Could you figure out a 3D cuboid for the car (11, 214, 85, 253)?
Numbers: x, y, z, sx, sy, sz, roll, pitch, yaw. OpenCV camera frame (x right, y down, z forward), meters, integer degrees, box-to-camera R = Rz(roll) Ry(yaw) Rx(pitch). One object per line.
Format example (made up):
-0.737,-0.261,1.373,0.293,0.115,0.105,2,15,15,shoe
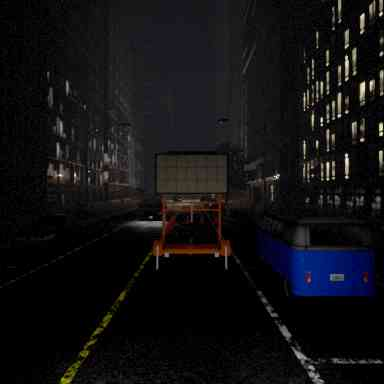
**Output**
-5.699,1.581,13.693,1.802,1.307,4.206,0,0,0,car

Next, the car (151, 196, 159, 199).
-5.715,1.548,42.157,2.008,1.369,4.403,0,0,0,car

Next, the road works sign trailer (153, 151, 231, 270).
-0.006,0.464,11.021,2.380,3.560,2.880,0,0,0,road works sign trailer

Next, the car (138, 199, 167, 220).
-3.118,1.546,27.958,2.033,1.411,5.357,0,0,0,car

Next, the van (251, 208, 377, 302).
2.686,1.341,8.004,1.690,1.788,3.998,0,0,0,van

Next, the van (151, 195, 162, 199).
-5.721,1.328,53.542,1.690,1.788,3.998,0,0,0,van

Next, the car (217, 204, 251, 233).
2.679,1.581,19.388,1.802,1.307,4.206,0,0,0,car

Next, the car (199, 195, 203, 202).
2.660,1.538,53.543,2.008,1.369,4.403,0,0,0,car

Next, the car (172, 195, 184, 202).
-3.042,1.465,68.389,1.837,1.490,4.892,0,0,0,car

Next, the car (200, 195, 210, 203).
2.650,1.401,70.620,1.967,1.590,4.097,0,0,0,car

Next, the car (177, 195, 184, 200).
-3.053,1.450,90.173,1.812,1.442,4.674,0,0,0,car

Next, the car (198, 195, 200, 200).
2.654,1.410,64.928,1.967,1.590,4.097,0,0,0,car

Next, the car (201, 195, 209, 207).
2.663,1.544,47.850,2.008,1.369,4.403,0,0,0,car

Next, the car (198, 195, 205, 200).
2.638,1.462,93.390,1.887,1.381,4.507,0,0,0,car

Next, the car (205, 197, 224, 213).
2.669,1.581,36.466,1.802,1.307,4.206,0,0,0,car
